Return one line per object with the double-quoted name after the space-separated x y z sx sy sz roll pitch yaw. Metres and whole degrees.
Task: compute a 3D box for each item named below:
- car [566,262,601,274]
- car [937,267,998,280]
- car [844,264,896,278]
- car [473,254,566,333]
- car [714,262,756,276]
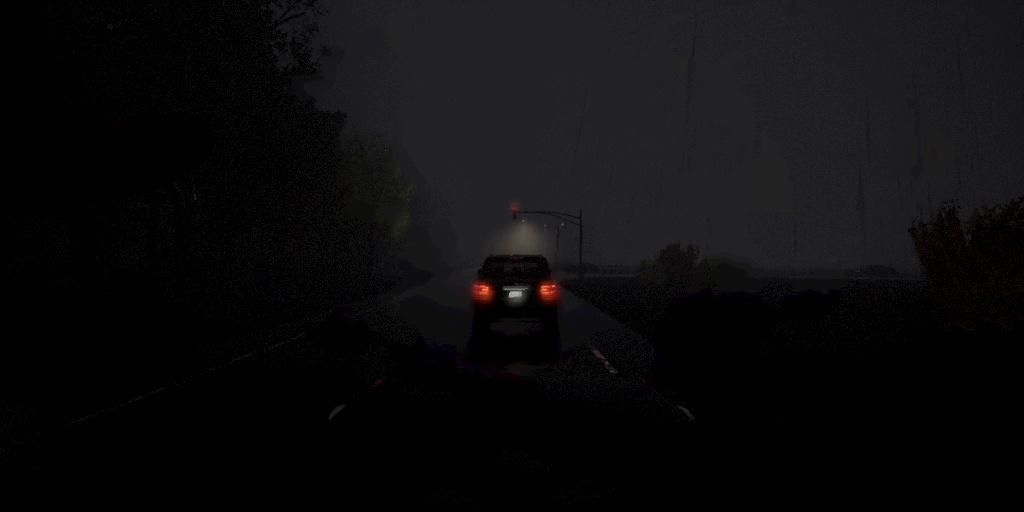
8.400 1.444 43.367 4.674 1.442 1.812 1 -1 16 "car"
48.515 1.826 38.478 5.357 1.411 2.033 1 -1 0 "car"
41.920 1.745 42.091 5.008 1.535 1.882 0 -1 0 "car"
0.101 0.974 10.882 2.150 2.045 5.566 0 0 0 "car"
25.949 1.444 42.181 4.553 1.767 2.097 1 -1 0 "car"
